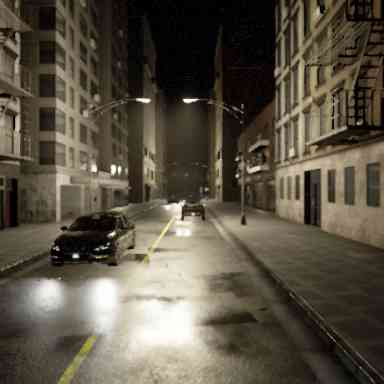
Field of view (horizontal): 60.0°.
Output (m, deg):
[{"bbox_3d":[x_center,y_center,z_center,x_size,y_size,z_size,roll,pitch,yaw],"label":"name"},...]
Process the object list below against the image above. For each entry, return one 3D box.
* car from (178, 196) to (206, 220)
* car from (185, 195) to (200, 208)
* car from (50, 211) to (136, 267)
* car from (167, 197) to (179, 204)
[{"bbox_3d":[0.081,1.379,27.051,1.837,1.490,4.892,0,1,0],"label":"car"},{"bbox_3d":[0.062,1.263,44.458,1.882,1.535,5.008,0,0,0],"label":"car"},{"bbox_3d":[-3.108,1.452,11.307,1.837,1.490,4.892,0,0,0],"label":"car"},{"bbox_3d":[-3.033,1.398,54.610,1.895,1.301,4.718,0,0,0],"label":"car"}]
